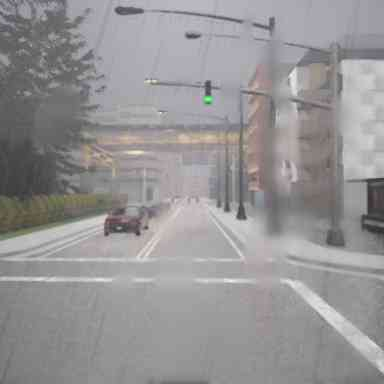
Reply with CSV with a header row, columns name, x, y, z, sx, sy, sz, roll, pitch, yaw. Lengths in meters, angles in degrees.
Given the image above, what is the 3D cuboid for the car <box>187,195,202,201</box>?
name,x,y,z,sx,sy,sz,roll,pitch,yaw
car,0.531,1.447,77.748,1.853,1.218,4.536,0,0,-20

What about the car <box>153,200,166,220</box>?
name,x,y,z,sx,sy,sz,roll,pitch,yaw
car,-3.584,1.663,28.507,1.895,1.301,4.718,0,0,0

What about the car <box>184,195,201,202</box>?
name,x,y,z,sx,sy,sz,roll,pitch,yaw
car,0.550,1.604,77.699,2.038,1.542,4.974,0,0,-20

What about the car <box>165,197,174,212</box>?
name,x,y,z,sx,sy,sz,roll,pitch,yaw
car,-3.548,1.649,38.984,1.994,1.385,4.181,0,0,0

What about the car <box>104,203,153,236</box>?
name,x,y,z,sx,sy,sz,roll,pitch,yaw
car,-3.595,1.518,18.917,1.882,1.535,5.008,0,0,0

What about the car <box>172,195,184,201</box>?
name,x,y,z,sx,sy,sz,roll,pitch,yaw
car,-3.610,1.626,78.009,2.038,1.542,4.974,0,0,25

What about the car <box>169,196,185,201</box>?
name,x,y,z,sx,sy,sz,roll,pitch,yaw
car,-3.589,1.469,78.056,1.853,1.218,4.536,0,0,25
